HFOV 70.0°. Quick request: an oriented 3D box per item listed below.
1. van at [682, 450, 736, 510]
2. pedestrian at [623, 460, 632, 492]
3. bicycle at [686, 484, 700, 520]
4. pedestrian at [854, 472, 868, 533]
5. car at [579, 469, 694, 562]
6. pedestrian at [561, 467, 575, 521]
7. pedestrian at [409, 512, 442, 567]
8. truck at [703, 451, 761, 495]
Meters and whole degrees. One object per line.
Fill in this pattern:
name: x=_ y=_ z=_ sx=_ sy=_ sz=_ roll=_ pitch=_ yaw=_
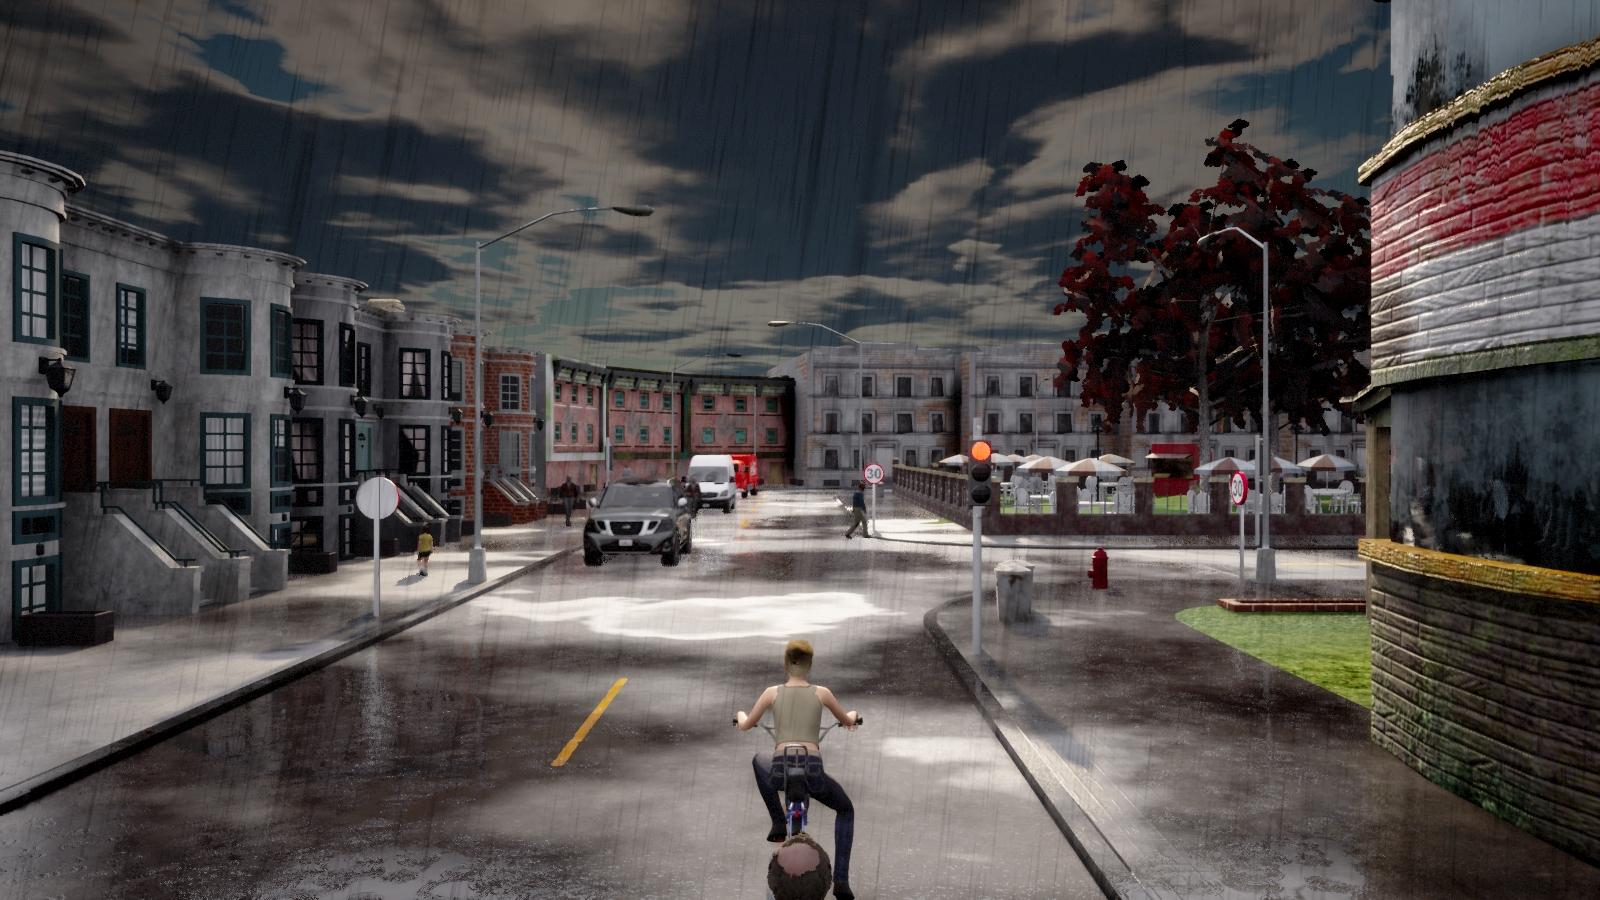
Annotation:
van: x=-4.037 y=1.295 z=51.802 sx=1.988 sy=2.561 sz=5.915 roll=0 pitch=0 yaw=0
pedestrian: x=-9.903 y=1.500 z=65.563 sx=0.375 sy=1.860 sz=0.375 roll=0 pitch=0 yaw=7
bicycle: x=-4.019 y=1.923 z=42.896 sx=0.329 sy=1.271 sz=1.835 roll=0 pitch=0 yaw=0
pedestrian: x=1.887 y=1.614 z=35.358 sx=0.375 sy=1.860 sz=0.375 roll=0 pitch=0 yaw=-9
car: x=-4.005 y=1.547 z=28.988 sx=2.150 sy=2.045 sz=5.566 roll=0 pitch=0 yaw=0
pedestrian: x=-8.009 y=1.508 z=39.388 sx=0.375 sy=1.860 sz=0.375 roll=0 pitch=0 yaw=-28
pedestrian: x=-7.962 y=1.895 z=24.288 sx=0.500 sy=1.100 sz=0.500 roll=0 pitch=0 yaw=-40
truck: x=-3.975 y=1.312 z=68.105 sx=2.627 sy=2.467 sz=5.204 roll=0 pitch=1 yaw=6
